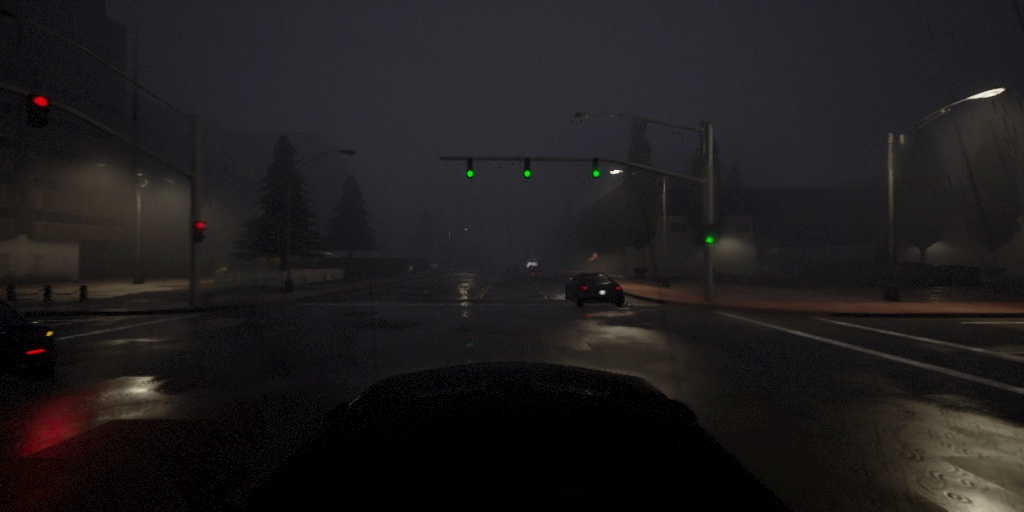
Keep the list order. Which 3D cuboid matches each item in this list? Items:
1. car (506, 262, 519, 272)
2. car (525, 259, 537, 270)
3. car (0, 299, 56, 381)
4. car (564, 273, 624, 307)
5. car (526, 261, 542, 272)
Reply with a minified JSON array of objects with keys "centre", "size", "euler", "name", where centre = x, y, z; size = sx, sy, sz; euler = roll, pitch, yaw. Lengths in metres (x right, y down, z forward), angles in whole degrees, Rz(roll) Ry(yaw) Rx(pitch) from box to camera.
[{"centre":[0.020,1.758,54.762],"size":[1.994,1.385,4.181],"euler":[0,0,0],"name":"car"},{"centre":[3.524,1.531,64.772],"size":[2.150,2.045,5.566],"euler":[0,0,0],"name":"car"},{"centre":[-9.279,1.309,5.611],"size":[4.674,1.442,1.812],"euler":[0,-1,21],"name":"car"},{"centre":[3.606,1.436,16.309],"size":[1.994,1.385,4.181],"euler":[0,0,0],"name":"car"},{"centre":[3.520,1.791,54.417],"size":[1.895,1.301,4.718],"euler":[0,0,0],"name":"car"}]
